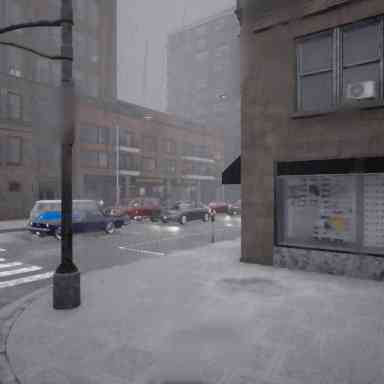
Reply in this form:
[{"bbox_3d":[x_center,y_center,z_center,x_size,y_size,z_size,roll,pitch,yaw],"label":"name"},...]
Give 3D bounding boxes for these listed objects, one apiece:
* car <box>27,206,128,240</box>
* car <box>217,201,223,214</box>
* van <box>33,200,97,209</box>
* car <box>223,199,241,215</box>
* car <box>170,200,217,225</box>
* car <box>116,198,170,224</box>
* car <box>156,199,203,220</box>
[{"bbox_3d":[-5.889,1.617,17.332,1.895,1.301,4.718,0,0,37],"label":"car"},{"bbox_3d":[2.307,1.575,33.343,1.887,1.381,4.507,0,0,36],"label":"car"},{"bbox_3d":[-7.526,1.358,19.736,1.690,1.788,3.998,0,0,36],"label":"van"},{"bbox_3d":[5.354,1.383,32.836,2.097,1.767,4.553,0,0,36],"label":"car"},{"bbox_3d":[-0.418,1.528,24.862,1.837,1.490,4.892,0,0,36],"label":"car"},{"bbox_3d":[-4.248,1.336,24.272,2.192,1.841,5.009,0,0,36],"label":"car"},{"bbox_3d":[-0.971,1.466,28.807,1.967,1.590,4.097,0,0,36],"label":"car"}]
